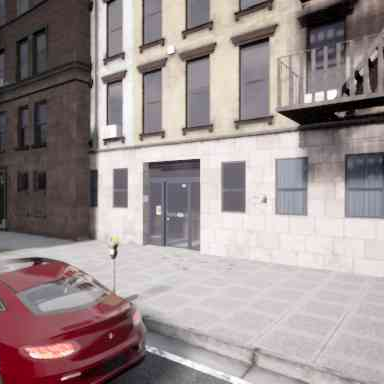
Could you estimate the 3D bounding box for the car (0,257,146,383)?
[{"bbox_3d":[-2.474,1.580,4.575,4.206,1.307,1.802,0,0,36],"label":"car"}]
